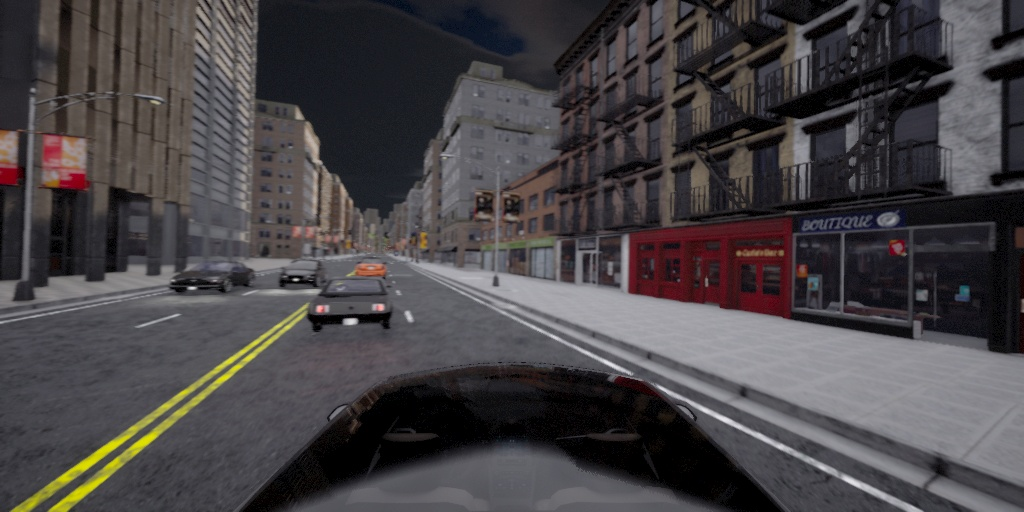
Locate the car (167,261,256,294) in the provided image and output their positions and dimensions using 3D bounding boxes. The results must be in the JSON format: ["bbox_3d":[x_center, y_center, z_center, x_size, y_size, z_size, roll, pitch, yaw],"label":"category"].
[{"bbox_3d":[-14.194,0.935,17.413,2.033,1.411,5.357,2,0,-20],"label":"car"}]

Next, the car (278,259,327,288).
[{"bbox_3d":[-11.959,0.961,20.760,1.837,1.490,4.892,2,0,-20],"label":"car"}]

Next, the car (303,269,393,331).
[{"bbox_3d":[-4.550,1.244,10.546,1.895,1.301,4.718,2,0,-20],"label":"car"}]

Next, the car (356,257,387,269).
[{"bbox_3d":[-10.821,0.851,27.686,2.097,1.767,4.553,2,0,-20],"label":"car"}]
